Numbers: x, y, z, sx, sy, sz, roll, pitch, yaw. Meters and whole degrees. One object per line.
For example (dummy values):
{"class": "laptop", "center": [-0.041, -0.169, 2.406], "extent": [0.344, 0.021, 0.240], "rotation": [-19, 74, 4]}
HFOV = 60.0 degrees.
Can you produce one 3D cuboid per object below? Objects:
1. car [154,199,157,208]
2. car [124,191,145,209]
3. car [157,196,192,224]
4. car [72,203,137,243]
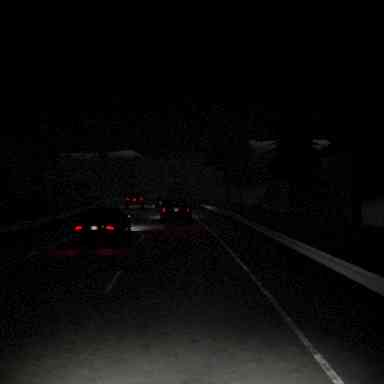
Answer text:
{"class": "car", "center": [-3.638, 1.260, 41.549], "extent": [2.033, 1.411, 5.357], "rotation": [0, 0, -10]}
{"class": "car", "center": [-6.870, 0.949, 39.734], "extent": [2.150, 2.045, 5.566], "rotation": [0, 0, -10]}
{"class": "car", "center": [-1.222, 1.187, 23.661], "extent": [2.097, 1.767, 4.553], "rotation": [0, 0, -6]}
{"class": "car", "center": [-4.001, 1.442, 15.499], "extent": [2.033, 1.411, 5.357], "rotation": [0, 0, -4]}
